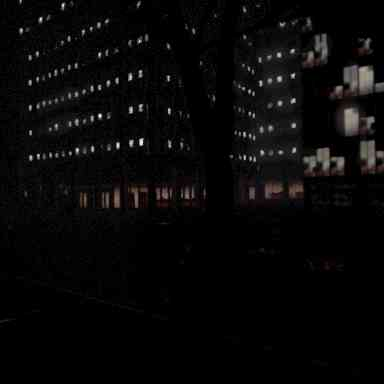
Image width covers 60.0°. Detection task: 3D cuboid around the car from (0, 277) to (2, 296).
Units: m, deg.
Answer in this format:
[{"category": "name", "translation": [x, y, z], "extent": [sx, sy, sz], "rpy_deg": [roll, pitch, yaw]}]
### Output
[{"category": "car", "translation": [-5.873, 1.547, 7.079], "extent": [4.829, 1.417, 1.752], "rpy_deg": [0, -1, 36]}]
